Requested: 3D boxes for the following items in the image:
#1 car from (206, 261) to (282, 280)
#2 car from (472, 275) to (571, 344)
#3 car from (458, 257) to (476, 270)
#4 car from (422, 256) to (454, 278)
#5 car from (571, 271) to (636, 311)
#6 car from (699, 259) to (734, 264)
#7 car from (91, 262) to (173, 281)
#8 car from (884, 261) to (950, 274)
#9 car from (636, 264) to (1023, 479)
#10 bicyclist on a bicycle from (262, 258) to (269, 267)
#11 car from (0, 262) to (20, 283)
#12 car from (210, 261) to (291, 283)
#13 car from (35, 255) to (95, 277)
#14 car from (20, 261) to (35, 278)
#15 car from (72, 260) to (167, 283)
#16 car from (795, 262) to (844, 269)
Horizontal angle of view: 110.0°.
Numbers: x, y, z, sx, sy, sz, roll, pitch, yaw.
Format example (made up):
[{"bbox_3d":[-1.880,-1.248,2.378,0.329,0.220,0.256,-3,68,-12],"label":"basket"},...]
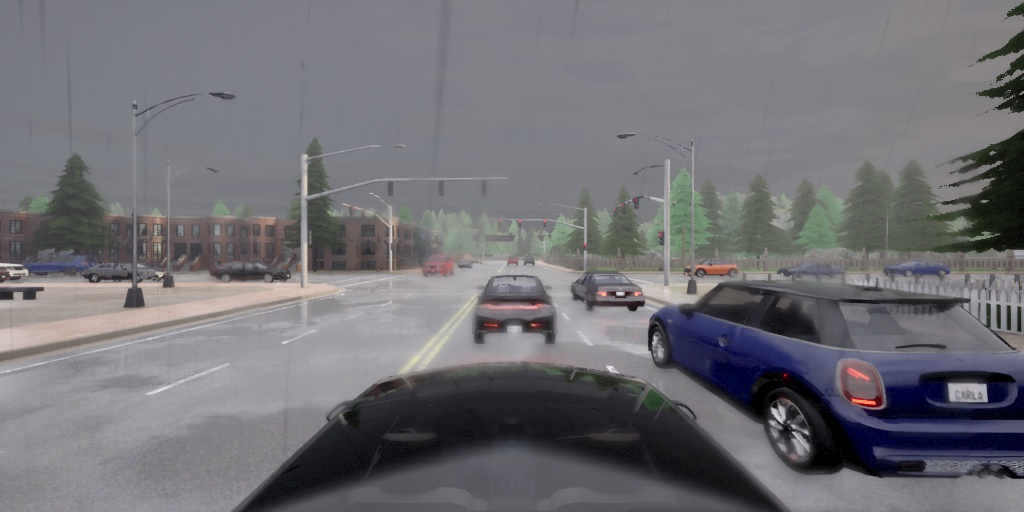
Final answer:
[{"bbox_3d":[-22.820,1.228,30.656,5.008,1.535,1.882,0,0,-1],"label":"car"},{"bbox_3d":[0.076,1.242,9.549,2.128,1.511,4.902,0,0,1],"label":"car"},{"bbox_3d":[-6.999,1.254,54.273,1.837,1.490,4.892,0,0,0],"label":"car"},{"bbox_3d":[-7.040,0.971,34.679,2.150,2.045,5.566,0,0,0],"label":"car"},{"bbox_3d":[3.606,1.297,14.376,2.033,1.411,5.357,0,0,0],"label":"car"},{"bbox_3d":[18.764,1.102,33.963,4.553,1.767,2.097,0,0,0],"label":"car"},{"bbox_3d":[-31.917,1.276,30.224,4.674,1.442,1.812,0,0,-7],"label":"car"},{"bbox_3d":[38.167,1.228,33.901,5.008,1.535,1.882,0,0,0],"label":"car"},{"bbox_3d":[3.607,1.102,4.958,2.097,1.767,4.553,0,0,0],"label":"car"},{"bbox_3d":[-28.748,1.053,41.670,0.582,1.620,1.656,0,0,-1],"label":"bicyclist on a bicycle"},{"bbox_3d":[-39.175,1.228,25.224,5.008,1.535,1.882,0,0,-18],"label":"car"},{"bbox_3d":[-19.510,1.228,27.219,5.008,1.535,1.882,0,0,-1],"label":"car"},{"bbox_3d":[-44.200,0.971,34.871,5.566,2.045,2.150,0,0,-19],"label":"car"},{"bbox_3d":[-42.179,0.971,27.894,5.566,2.045,2.150,0,0,-21],"label":"car"},{"bbox_3d":[-29.007,1.241,26.946,4.902,1.511,2.128,0,0,-4],"label":"car"},{"bbox_3d":[28.289,1.297,33.933,5.357,1.411,2.033,0,0,1],"label":"car"}]
